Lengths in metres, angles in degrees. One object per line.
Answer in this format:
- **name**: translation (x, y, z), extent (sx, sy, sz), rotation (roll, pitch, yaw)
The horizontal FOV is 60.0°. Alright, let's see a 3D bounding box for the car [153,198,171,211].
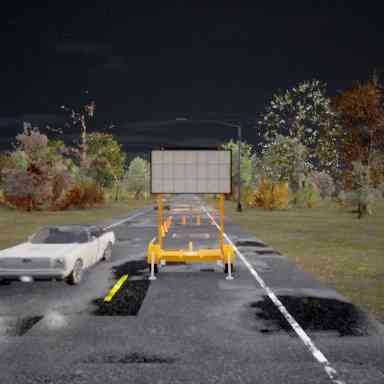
- **car**: translation (-3.614, 1.519, 40.021), extent (1.812, 1.442, 4.674), rotation (0, 0, 0)

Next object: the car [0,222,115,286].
- **car**: translation (-3.627, 1.598, 9.487), extent (1.895, 1.301, 4.718), rotation (0, 0, 0)

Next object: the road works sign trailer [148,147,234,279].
- **road works sign trailer**: translation (-0.029, 0.462, 9.973), extent (2.380, 3.560, 2.880), rotation (0, 0, 0)
